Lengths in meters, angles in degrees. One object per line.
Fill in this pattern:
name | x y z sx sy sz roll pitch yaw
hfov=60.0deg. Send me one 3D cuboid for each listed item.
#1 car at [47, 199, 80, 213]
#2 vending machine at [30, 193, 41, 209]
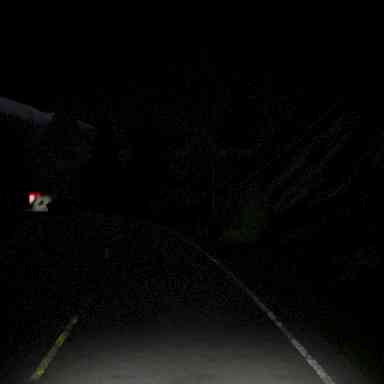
car | -14.395 1.471 37.032 4.902 1.511 2.128 0 0 41
vending machine | -21.198 1.177 44.990 0.880 2.100 1.100 0 0 20
